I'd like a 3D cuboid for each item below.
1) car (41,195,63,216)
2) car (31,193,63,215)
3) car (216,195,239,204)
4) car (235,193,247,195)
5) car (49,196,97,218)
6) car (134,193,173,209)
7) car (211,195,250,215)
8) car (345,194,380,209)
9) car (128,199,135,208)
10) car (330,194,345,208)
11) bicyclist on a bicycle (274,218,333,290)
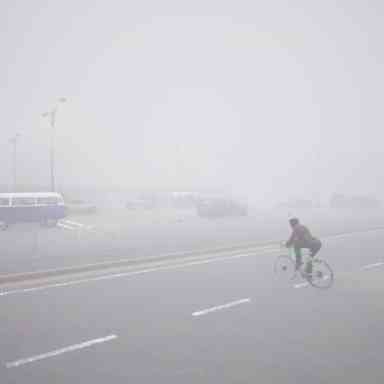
[{"bbox_3d":[-12.889,1.364,34.093,3.905,1.438,1.784,0,0,-36],"label":"car"},{"bbox_3d":[-14.522,1.153,36.223,4.605,1.855,1.932,0,0,-36],"label":"car"},{"bbox_3d":[6.680,1.395,62.384,3.806,1.475,1.970,0,0,-36],"label":"car"},{"bbox_3d":[8.390,1.156,60.048,3.866,1.878,1.905,0,0,-36],"label":"car"},{"bbox_3d":[-11.171,1.395,31.763,3.806,1.475,1.970,0,0,-36],"label":"car"},{"bbox_3d":[-5.697,1.153,49.631,4.605,1.855,1.932,0,0,-36],"label":"car"},{"bbox_3d":[4.406,1.395,36.086,3.806,1.475,1.970,0,0,-36],"label":"car"},{"bbox_3d":[21.743,1.153,41.916,4.605,1.855,1.932,0,0,-36],"label":"car"},{"bbox_3d":[-7.365,1.364,52.000,3.905,1.438,1.784,0,0,-36],"label":"car"},{"bbox_3d":[20.069,1.156,44.278,3.866,1.878,1.905,0,0,-36],"label":"car"},{"bbox_3d":[2.616,1.455,8.003,0.582,1.620,1.656,0,-2,-37],"label":"bicyclist on a bicycle"}]
